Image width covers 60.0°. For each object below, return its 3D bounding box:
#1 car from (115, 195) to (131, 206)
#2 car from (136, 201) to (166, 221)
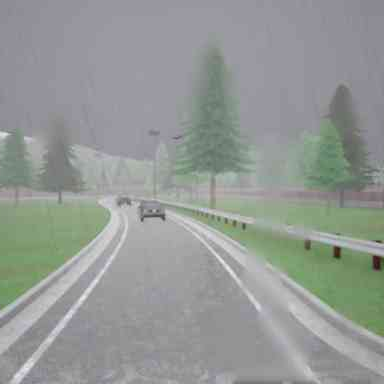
[{"bbox_3d":[-9.974,1.204,48.180,1.837,1.490,4.892,0,0,-18],"label":"car"},{"bbox_3d":[-3.206,1.379,25.673,2.033,1.411,5.357,0,0,-13],"label":"car"}]
